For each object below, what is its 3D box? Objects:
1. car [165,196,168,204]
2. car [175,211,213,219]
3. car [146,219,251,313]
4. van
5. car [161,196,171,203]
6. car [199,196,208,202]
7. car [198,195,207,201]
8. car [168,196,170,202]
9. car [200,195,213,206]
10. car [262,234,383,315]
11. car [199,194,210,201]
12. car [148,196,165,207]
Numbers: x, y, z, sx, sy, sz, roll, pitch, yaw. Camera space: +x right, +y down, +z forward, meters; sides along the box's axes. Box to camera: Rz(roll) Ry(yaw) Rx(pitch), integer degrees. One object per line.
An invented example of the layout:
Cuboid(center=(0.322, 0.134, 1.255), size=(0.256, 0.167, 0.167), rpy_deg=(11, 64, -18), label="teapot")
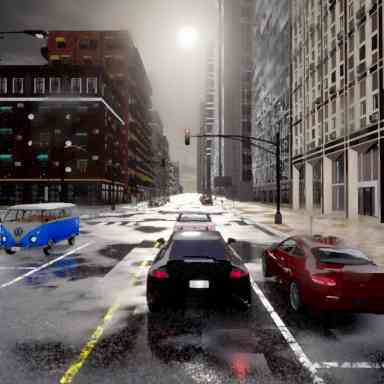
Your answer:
Cuboid(center=(-5.676, 1.564, 56.559), size=(2.008, 1.369, 4.403), rpy_deg=(1, 0, 0), label="car")
Cuboid(center=(0.096, 1.606, 16.584), size=(1.895, 1.301, 4.718), rpy_deg=(0, 0, 0), label="car")
Cuboid(center=(0.104, 1.566, 7.766), size=(1.994, 1.385, 4.181), rpy_deg=(0, 0, -1), label="car")
Cuboid(center=(-5.761, 1.345, 12.988), size=(1.690, 1.788, 3.998), rpy_deg=(1, 0, 0), label="van")
Cuboid(center=(-5.675, 1.598, 73.523), size=(1.802, 1.307, 4.206), rpy_deg=(1, 0, 0), label="car")
Cuboid(center=(2.705, 1.599, 79.179), size=(1.802, 1.307, 4.206), rpy_deg=(1, 0, 0), label="car")
Cuboid(center=(2.706, 1.569, 84.834), size=(2.008, 1.369, 4.403), rpy_deg=(1, 0, 0), label="car")
Cuboid(center=(-5.676, 1.580, 62.213), size=(1.947, 1.339, 4.313), rpy_deg=(1, 0, 0), label="car")
Cuboid(center=(2.704, 1.595, 56.561), size=(1.802, 1.307, 4.206), rpy_deg=(1, 0, 0), label="car")
Cuboid(center=(2.701, 1.584, 7.303), size=(1.802, 1.307, 4.206), rpy_deg=(1, 0, 0), label="car")
Cuboid(center=(2.708, 1.329, 62.215), size=(2.192, 1.841, 5.009), rpy_deg=(1, 0, 0), label="car")
Cuboid(center=(-5.676, 1.563, 50.904), size=(2.008, 1.369, 4.403), rpy_deg=(1, 0, 0), label="car")
